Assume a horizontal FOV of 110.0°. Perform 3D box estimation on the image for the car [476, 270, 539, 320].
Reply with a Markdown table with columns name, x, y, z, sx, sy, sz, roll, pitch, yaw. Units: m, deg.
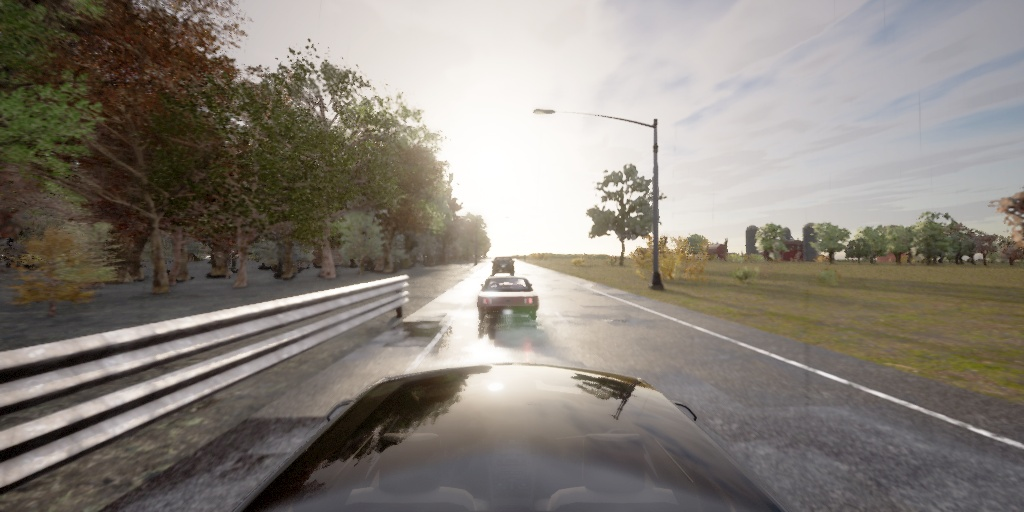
| name | x | y | z | sx | sy | sz | roll | pitch | yaw |
| --- | --- | --- | --- | --- | --- | --- | --- | --- | --- |
| car | -0.184 | 1.359 | 12.753 | 1.895 | 1.301 | 4.718 | 0 | 0 | -2 |

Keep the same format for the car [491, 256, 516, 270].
| name | x | y | z | sx | sy | sz | roll | pitch | yaw |
| --- | --- | --- | --- | --- | --- | --- | --- | --- | --- |
| car | -0.835 | 1.006 | 34.335 | 2.150 | 2.045 | 5.566 | 0 | 0 | -2 |
